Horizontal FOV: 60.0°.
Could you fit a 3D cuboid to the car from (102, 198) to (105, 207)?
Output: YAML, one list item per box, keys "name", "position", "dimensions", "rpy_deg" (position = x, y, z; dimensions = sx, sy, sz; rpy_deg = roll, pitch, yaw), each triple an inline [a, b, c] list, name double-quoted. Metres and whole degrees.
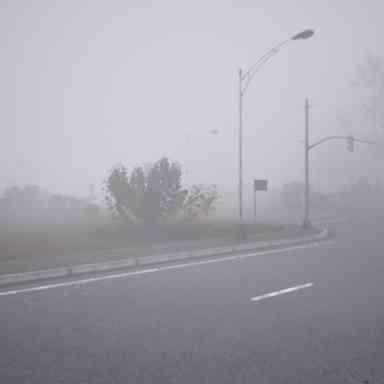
- name: "car"
  position: [-11.650, 1.476, 48.831]
  dimensions: [1.837, 1.490, 4.892]
  rpy_deg: [0, 0, -38]

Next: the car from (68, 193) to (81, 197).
- name: "car"
  position: [-31.151, 1.180, 85.493]
  dimensions: [2.150, 2.045, 5.566]
  rpy_deg: [0, 0, -36]

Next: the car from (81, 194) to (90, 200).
- name: "car"
  position: [-28.558, 1.305, 87.875]
  dimensions: [2.097, 1.767, 4.553]
  rpy_deg: [0, 0, -36]
